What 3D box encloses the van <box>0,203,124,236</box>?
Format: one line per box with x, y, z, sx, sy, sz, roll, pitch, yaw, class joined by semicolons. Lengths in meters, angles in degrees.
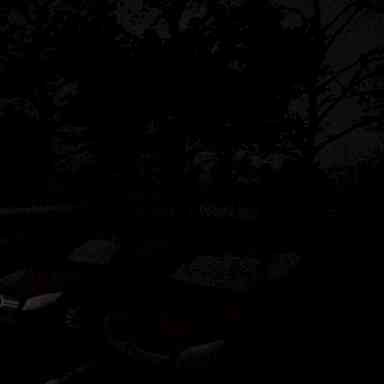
-3.814;1.307;8.328;1.878;1.987;4.442;-1;0;35;van

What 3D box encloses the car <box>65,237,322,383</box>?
0.705;1.540;5.261;2.002;1.452;4.674;0;0;36;car

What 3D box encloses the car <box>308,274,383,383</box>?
3.091;1.505;3.591;2.163;1.488;4.792;-1;0;36;car

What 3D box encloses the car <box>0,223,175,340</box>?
-1.561;1.556;6.879;2.002;1.452;4.674;0;0;36;car
